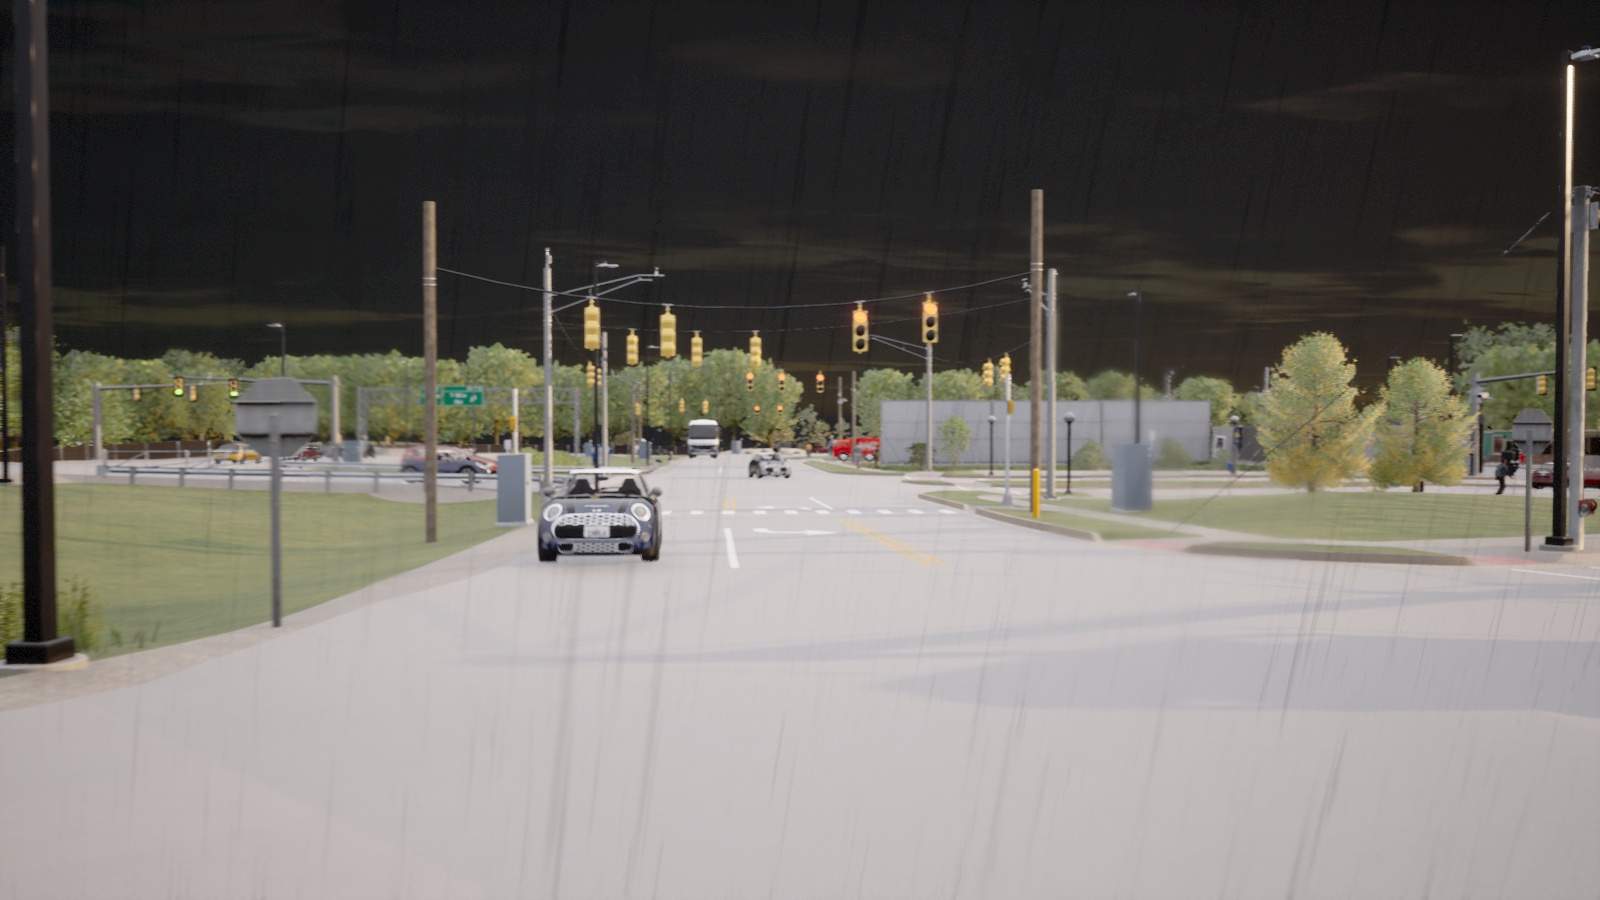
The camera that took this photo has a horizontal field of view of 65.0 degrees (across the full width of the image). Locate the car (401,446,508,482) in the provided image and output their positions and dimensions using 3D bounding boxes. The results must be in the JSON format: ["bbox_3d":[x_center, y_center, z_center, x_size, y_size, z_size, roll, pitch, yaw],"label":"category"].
[{"bbox_3d":[-16.590,0.657,60.471,4.611,1.667,2.242,0,0,-5],"label":"car"}]

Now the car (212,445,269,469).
[{"bbox_3d":[-38.602,0.439,86.832,1.801,1.575,5.366,-1,0,-3],"label":"car"}]

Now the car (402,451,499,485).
[{"bbox_3d":[-15.762,0.810,56.775,3.806,1.475,1.970,0,0,0],"label":"car"}]

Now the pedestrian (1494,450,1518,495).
[{"bbox_3d":[30.536,0.962,54.326,0.788,1.949,0.423,-1,2,-4],"label":"pedestrian"}]

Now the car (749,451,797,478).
[{"bbox_3d":[-1.573,0.829,72.917,1.970,1.475,3.806,-1,1,-14],"label":"car"}]

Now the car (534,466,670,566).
[{"bbox_3d":[-3.212,1.028,21.073,1.970,1.475,3.806,0,0,-5],"label":"car"}]

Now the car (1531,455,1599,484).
[{"bbox_3d":[41.160,1.016,66.503,3.806,1.475,1.970,1,1,-9],"label":"car"}]
